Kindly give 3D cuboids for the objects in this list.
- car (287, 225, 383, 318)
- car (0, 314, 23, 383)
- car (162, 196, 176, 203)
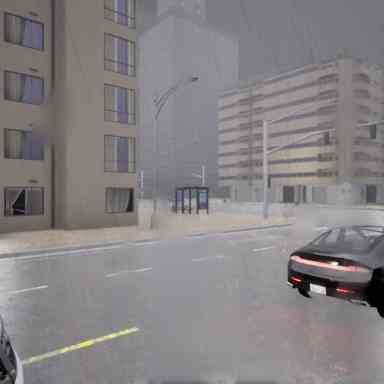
[{"bbox_3d":[4.096,1.492,7.353,4.902,1.511,2.128,0,0,-39],"label":"car"},{"bbox_3d":[-3.785,1.221,1.347,5.566,2.045,2.150,0,0,-32],"label":"car"},{"bbox_3d":[-4.458,1.580,73.371,4.902,1.511,2.128,0,0,-40],"label":"car"}]
